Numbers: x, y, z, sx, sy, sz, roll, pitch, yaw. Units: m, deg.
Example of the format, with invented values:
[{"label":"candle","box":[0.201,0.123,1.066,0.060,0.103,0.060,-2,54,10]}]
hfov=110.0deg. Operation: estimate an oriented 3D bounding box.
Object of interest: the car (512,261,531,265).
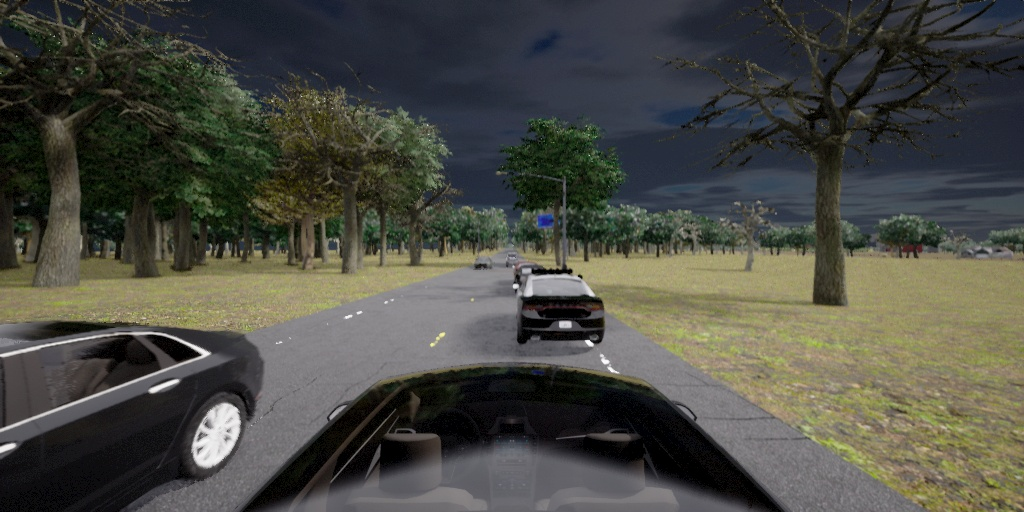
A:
[{"label":"car","box":[1.056,1.193,19.541,1.812,1.442,4.674,0,0,0]}]

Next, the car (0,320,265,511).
[{"label":"car","box":[-3.601,1.254,1.905,1.837,1.490,4.892,0,0,0]}]

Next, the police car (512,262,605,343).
[{"label":"police car","box":[1.052,1.138,9.650,1.930,1.638,5.238,0,0,0]}]

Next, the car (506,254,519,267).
[{"label":"car","box":[0.086,0.874,52.445,2.128,1.511,4.902,0,1,0]}]

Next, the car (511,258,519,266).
[{"label":"car","box":[1.058,1.112,25.539,1.882,1.535,5.008,0,0,0]}]

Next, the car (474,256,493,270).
[{"label":"car","box":[-3.573,0.806,45.300,2.097,1.767,4.553,0,1,0]}]
